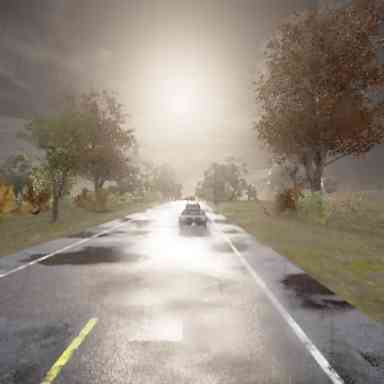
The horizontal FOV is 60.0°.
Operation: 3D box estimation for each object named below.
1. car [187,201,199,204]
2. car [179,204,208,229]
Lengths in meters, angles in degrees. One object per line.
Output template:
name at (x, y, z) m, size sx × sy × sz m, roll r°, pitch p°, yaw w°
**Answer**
car at (0.097, 1.841, 40.896) m, size 2.128 × 1.511 × 4.902 m, roll 0°, pitch 0°, yaw 0°
car at (0.097, 1.781, 23.269) m, size 1.895 × 1.301 × 4.718 m, roll 0°, pitch 0°, yaw 0°
